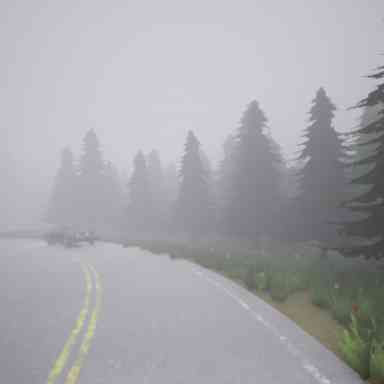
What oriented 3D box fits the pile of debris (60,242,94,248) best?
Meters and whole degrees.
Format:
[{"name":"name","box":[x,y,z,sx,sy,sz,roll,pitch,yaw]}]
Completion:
[{"name":"pile of debris","box":[-7.478,3.422,21.534,1.500,0.140,1.860,-2,-3,-40]}]

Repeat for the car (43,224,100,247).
[{"name":"car","box":[-8.221,2.872,22.470,2.033,1.411,5.357,-2,-3,-44]}]
